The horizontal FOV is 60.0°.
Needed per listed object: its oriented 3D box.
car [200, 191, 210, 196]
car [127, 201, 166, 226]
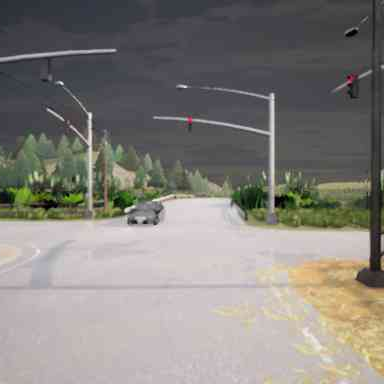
[{"bbox_3d":[2.780,0.487,70.145,1.837,1.490,4.892,0,-1,6],"label":"car"},{"bbox_3d":[-2.811,1.342,21.346,2.128,1.511,4.902,0,1,3],"label":"car"}]
